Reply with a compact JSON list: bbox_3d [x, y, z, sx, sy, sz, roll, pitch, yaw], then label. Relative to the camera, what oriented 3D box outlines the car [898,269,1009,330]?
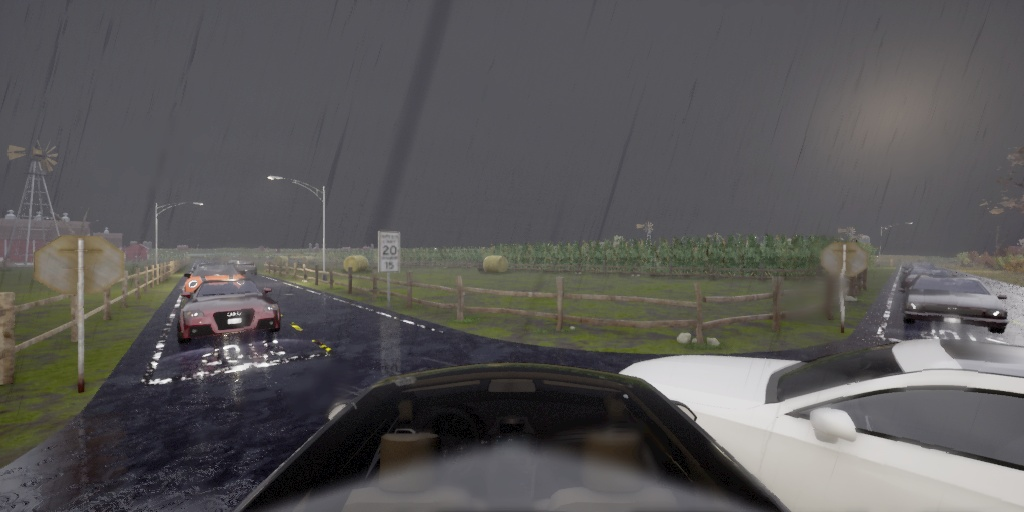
[{"bbox_3d":[13.611,1.335,11.232,5.357,1.411,2.033,0,1,-42],"label":"car"}]

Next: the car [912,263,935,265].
[{"bbox_3d":[32.640,1.321,28.518,4.902,1.511,2.128,0,1,-42],"label":"car"}]

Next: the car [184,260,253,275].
[{"bbox_3d":[-13.578,1.131,16.467,2.097,1.767,4.553,0,0,-41],"label":"car"}]

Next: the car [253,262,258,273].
[{"bbox_3d":[-26.676,1.262,35.811,2.128,1.511,4.902,0,0,-41],"label":"car"}]

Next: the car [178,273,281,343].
[{"bbox_3d":[-7.858,1.350,9.934,1.994,1.385,4.181,0,0,-42],"label":"car"}]

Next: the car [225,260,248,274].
[{"bbox_3d":[-33.332,1.278,43.327,1.837,1.490,4.892,0,0,-41],"label":"car"}]

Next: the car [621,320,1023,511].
[{"bbox_3d":[2.855,1.293,2.254,1.812,1.442,4.674,0,1,-43],"label":"car"}]

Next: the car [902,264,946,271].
[{"bbox_3d":[22.495,1.366,19.339,4.181,1.385,1.994,0,1,-44],"label":"car"}]
